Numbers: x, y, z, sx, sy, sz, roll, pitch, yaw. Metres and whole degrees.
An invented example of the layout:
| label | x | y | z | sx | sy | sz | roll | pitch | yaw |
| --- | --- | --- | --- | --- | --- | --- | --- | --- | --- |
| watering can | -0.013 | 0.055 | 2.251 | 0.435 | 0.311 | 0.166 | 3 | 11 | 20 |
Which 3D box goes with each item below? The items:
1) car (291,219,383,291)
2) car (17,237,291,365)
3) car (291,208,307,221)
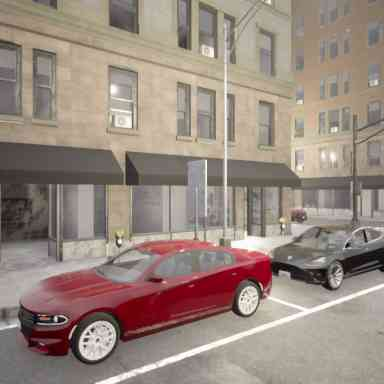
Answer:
| label | x | y | z | sx | sy | sz | roll | pitch | yaw |
| --- | --- | --- | --- | --- | --- | --- | --- | --- | --- |
| car | 3.928 | 1.566 | 9.068 | 4.313 | 1.339 | 1.947 | 0 | 0 | -36 |
| car | -0.529 | 1.545 | 5.827 | 4.507 | 1.381 | 1.887 | 0 | 0 | -36 |
| car | 6.486 | 1.546 | 25.744 | 1.882 | 1.535 | 5.008 | 0 | 0 | -36 |
